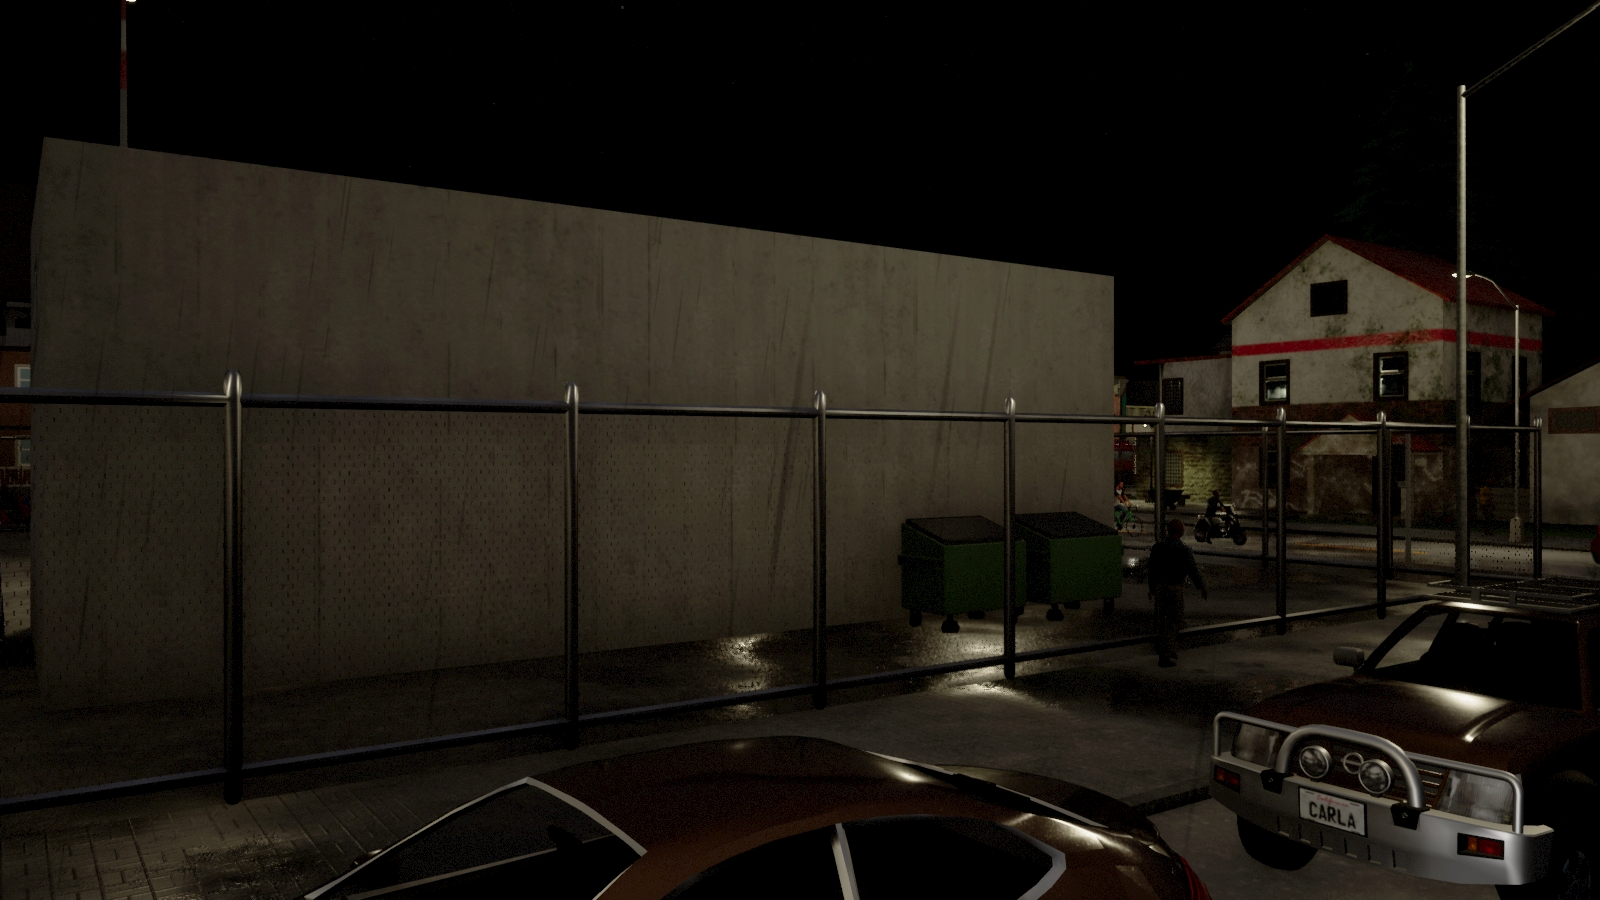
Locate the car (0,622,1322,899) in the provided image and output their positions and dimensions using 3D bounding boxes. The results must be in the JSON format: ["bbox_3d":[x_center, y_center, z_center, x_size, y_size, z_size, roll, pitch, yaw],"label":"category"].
[{"bbox_3d":[-0.619,1.771,3.955,5.027,1.651,2.152,0,0,-35],"label":"car"}]

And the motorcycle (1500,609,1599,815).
[{"bbox_3d":[6.256,1.958,8.768,1.805,1.236,0.856,0,0,-35],"label":"motorcycle"}]

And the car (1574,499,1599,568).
[{"bbox_3d":[19.273,1.830,23.663,2.231,1.480,4.892,0,0,-28],"label":"car"}]

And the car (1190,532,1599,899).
[{"bbox_3d":[4.948,1.640,7.839,4.605,1.855,1.932,0,0,-35],"label":"car"}]

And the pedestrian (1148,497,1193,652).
[{"bbox_3d":[4.550,1.513,14.048,0.375,1.860,0.375,0,0,-34],"label":"pedestrian"}]

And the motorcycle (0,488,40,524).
[{"bbox_3d":[-27.875,1.962,40.244,1.805,1.236,0.856,0,0,-35],"label":"motorcycle"}]

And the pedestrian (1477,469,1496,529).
[{"bbox_3d":[21.251,1.510,35.375,0.375,1.860,0.375,0,0,-32],"label":"pedestrian"}]
